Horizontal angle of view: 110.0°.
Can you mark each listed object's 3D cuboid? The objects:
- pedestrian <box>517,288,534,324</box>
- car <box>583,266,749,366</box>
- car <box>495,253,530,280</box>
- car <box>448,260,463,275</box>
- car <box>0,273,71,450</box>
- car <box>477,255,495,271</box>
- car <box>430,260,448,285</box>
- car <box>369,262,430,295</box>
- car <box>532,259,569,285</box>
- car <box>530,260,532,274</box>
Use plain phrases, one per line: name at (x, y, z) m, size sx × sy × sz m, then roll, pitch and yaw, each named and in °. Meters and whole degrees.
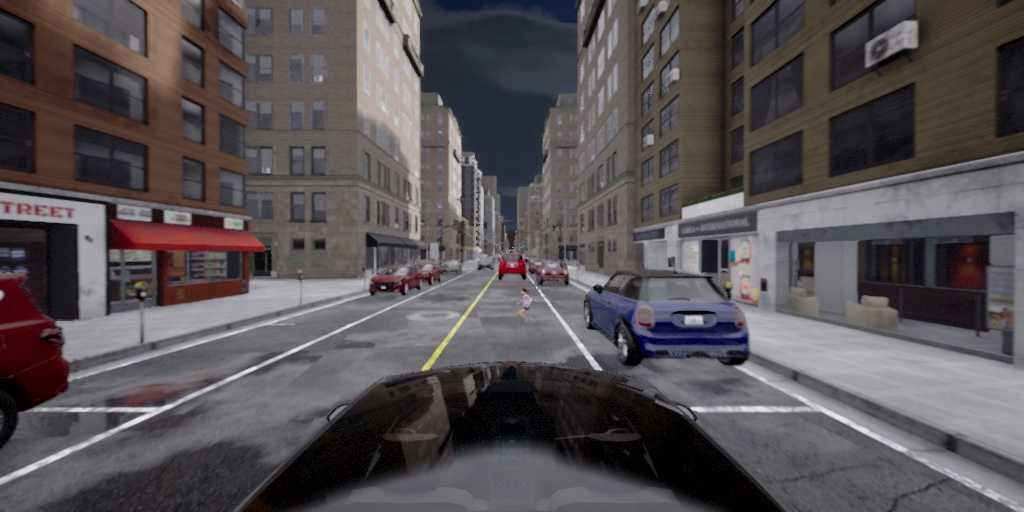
pedestrian at (0.411, 1.367, 10.140) m, size 0.500 × 1.100 × 0.500 m, roll 0°, pitch 0°, yaw -15°
car at (2.993, 1.058, 8.026) m, size 2.097 × 1.767 × 4.553 m, roll 0°, pitch 0°, yaw 0°
car at (0.030, 0.786, 29.091) m, size 2.150 × 2.045 × 5.566 m, roll 0°, pitch 0°, yaw 0°
car at (-5.892, 1.073, 35.413) m, size 2.007 × 1.370 × 4.403 m, roll 0°, pitch 0°, yaw 0°
car at (-5.858, 1.064, 1.840) m, size 2.192 × 1.841 × 5.009 m, roll 0°, pitch 0°, yaw 0°
car at (-3.060, 0.982, 42.858) m, size 1.837 × 1.490 × 4.892 m, roll 0°, pitch 0°, yaw 0°
car at (-5.881, 1.141, 24.222) m, size 1.888 × 1.381 × 4.507 m, roll 0°, pitch 0°, yaw 0°
car at (-5.875, 1.179, 18.626) m, size 1.888 × 1.381 × 4.507 m, roll 0°, pitch 0°, yaw 0°
car at (2.645, 1.037, 24.239) m, size 1.967 × 1.591 × 4.097 m, roll 0°, pitch 0°, yaw 0°
car at (2.634, 1.105, 35.428) m, size 1.802 × 1.307 × 4.207 m, roll 0°, pitch 0°, yaw 0°
